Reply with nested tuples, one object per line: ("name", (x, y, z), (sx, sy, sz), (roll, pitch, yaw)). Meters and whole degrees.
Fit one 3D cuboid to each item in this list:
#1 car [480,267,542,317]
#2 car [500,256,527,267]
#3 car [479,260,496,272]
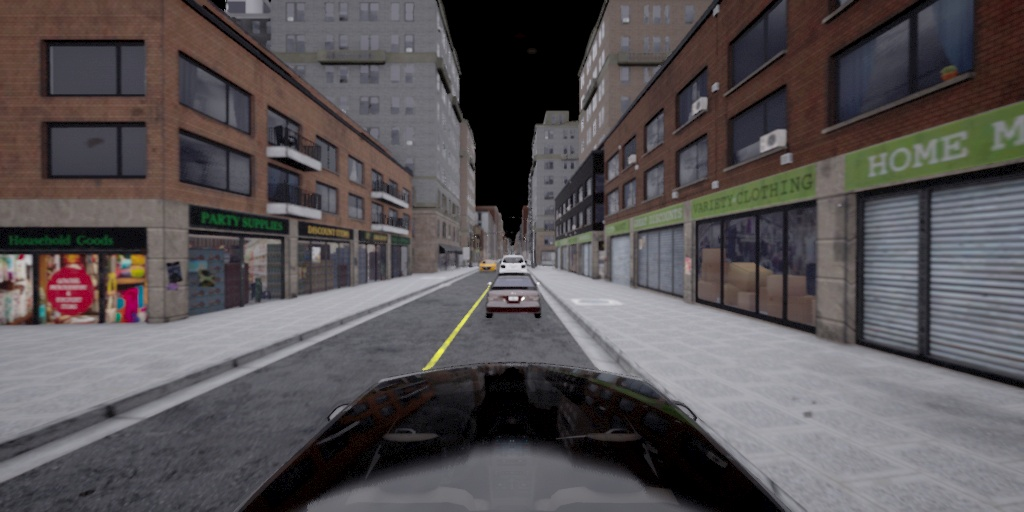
("car", (0.066, 1.303, 13.105), (2.033, 1.411, 5.357), (0, 0, 1))
("car", (0.116, 0.983, 30.675), (2.150, 2.045, 5.566), (0, 0, 1))
("car", (-3.004, 1.234, 45.046), (1.882, 1.535, 5.008), (0, 0, 0))
